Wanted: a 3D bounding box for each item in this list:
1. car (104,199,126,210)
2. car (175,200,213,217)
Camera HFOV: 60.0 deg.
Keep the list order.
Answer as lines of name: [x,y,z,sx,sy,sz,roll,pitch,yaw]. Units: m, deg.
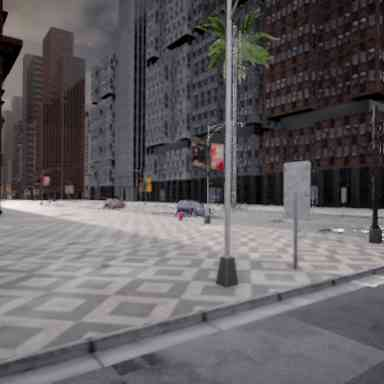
car: [-11.949,1.800,51.401,2.097,1.767,4.553,1,-1,-36]
car: [0.151,1.653,34.750,2.097,1.767,4.553,1,-1,-36]
